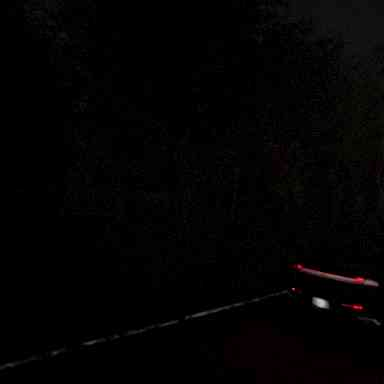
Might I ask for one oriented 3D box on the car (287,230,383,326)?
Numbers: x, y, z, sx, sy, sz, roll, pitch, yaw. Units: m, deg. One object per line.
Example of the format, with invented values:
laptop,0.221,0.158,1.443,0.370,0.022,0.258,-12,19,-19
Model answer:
car,3.974,1.513,6.579,4.902,1.511,2.128,0,0,-35
